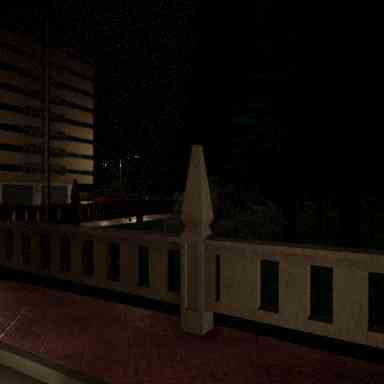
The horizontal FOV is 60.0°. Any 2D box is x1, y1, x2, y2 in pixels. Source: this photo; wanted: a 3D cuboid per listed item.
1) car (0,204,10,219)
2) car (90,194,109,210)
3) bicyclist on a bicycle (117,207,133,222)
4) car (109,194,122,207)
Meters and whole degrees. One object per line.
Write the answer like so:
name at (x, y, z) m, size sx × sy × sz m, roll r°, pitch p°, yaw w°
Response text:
car at (-16.529, 1.515, 25.640) m, size 2.128 × 1.511 × 4.902 m, roll 0°, pitch 0°, yaw 29°
car at (-10.712, 1.242, 43.364) m, size 2.150 × 2.045 × 5.566 m, roll 0°, pitch 0°, yaw 29°
bicyclist on a bicycle at (-4.880, 1.338, 24.007) m, size 1.656 × 1.620 × 0.582 m, roll 0°, pitch 0°, yaw 29°
car at (-7.703, 1.376, 41.565) m, size 2.097 × 1.767 × 4.553 m, roll 0°, pitch 0°, yaw 29°
